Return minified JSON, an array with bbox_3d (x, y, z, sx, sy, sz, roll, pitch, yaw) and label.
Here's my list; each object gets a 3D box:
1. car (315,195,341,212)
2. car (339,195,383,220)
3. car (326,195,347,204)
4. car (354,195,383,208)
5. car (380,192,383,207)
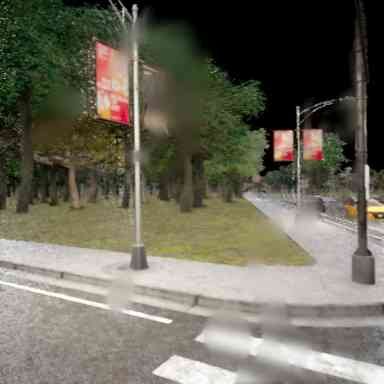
[{"bbox_3d":[14.113,1.261,34.574,1.812,1.442,4.674,-1,0,8],"label":"car"},{"bbox_3d":[12.745,1.276,24.400,1.882,1.535,5.008,-1,0,8],"label":"car"},{"bbox_3d":[23.264,1.151,53.861,1.895,1.301,4.718,-1,0,8],"label":"car"},{"bbox_3d":[21.574,1.109,40.537,1.837,1.490,4.892,-1,-1,8],"label":"car"},{"bbox_3d":[24.796,0.917,40.129,2.097,1.767,4.553,-1,0,8],"label":"car"}]
